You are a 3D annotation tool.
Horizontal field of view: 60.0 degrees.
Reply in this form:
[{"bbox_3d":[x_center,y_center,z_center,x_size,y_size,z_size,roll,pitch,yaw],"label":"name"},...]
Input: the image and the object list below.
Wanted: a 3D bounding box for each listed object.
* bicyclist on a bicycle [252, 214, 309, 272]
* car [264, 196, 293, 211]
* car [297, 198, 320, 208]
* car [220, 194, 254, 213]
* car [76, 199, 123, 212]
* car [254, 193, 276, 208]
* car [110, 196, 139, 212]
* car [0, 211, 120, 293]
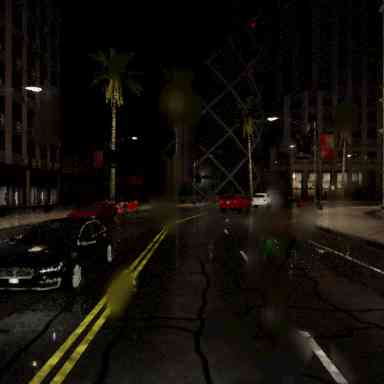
[{"bbox_3d":[2.511,1.455,9.501,1.656,1.620,0.582,-2,0,1],"label":"bicyclist on a bicycle"},{"bbox_3d":[10.684,1.526,40.080,1.812,1.442,4.674,0,0,32],"label":"car"},{"bbox_3d":[16.555,1.564,46.944,4.181,1.385,1.994,0,0,-43],"label":"car"},{"bbox_3d":[4.866,1.221,36.984,2.150,2.045,5.566,0,0,25],"label":"car"},{"bbox_3d":[-6.405,1.477,22.002,1.882,1.535,5.008,0,0,6],"label":"car"},{"bbox_3d":[10.486,1.221,45.966,2.150,2.045,5.566,0,0,42],"label":"car"},{"bbox_3d":[-5.929,1.009,27.425,2.097,1.767,4.553,0,0,11],"label":"car"},{"bbox_3d":[-3.487,1.504,9.014,1.837,1.490,4.892,0,0,1],"label":"car"}]
